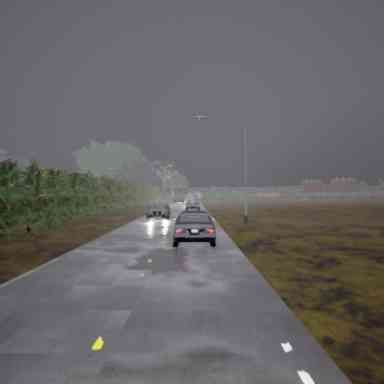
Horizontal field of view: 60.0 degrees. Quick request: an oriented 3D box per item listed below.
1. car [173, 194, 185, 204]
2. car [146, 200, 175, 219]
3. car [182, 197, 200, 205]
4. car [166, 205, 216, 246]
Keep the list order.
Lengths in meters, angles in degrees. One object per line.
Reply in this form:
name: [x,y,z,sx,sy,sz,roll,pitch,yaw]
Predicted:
car: [-2.757,1.466,70.531,2.150,2.045,5.566,0,0,0]
car: [-2.849,1.609,29.176,1.994,1.385,4.181,0,0,0]
car: [0.097,1.645,42.292,2.033,1.411,5.357,0,0,0]
car: [0.099,1.559,15.368,2.033,1.411,5.357,0,0,0]
